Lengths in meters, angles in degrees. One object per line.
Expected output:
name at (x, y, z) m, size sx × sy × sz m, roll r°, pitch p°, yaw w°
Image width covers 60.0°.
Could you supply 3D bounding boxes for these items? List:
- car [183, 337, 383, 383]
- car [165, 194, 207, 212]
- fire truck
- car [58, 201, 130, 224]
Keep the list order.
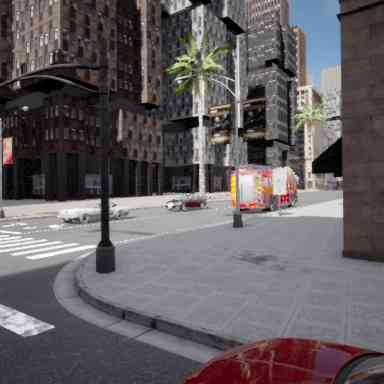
car at (1.899, 1.544, 1.625) m, size 4.507 × 1.381 × 1.887 m, roll 0°, pitch -1°, yaw 35°
car at (-0.492, 0.959, 30.693) m, size 2.128 × 1.511 × 4.902 m, roll -1°, pitch 1°, yaw 35°
fire truck at (6.670, -0.351, 29.415) m, size 2.891 × 3.827 × 8.468 m, roll -1°, pitch 1°, yaw 35°
car at (-6.448, 1.301, 22.238) m, size 1.895 × 1.301 × 4.718 m, roll -1°, pitch 1°, yaw 35°
